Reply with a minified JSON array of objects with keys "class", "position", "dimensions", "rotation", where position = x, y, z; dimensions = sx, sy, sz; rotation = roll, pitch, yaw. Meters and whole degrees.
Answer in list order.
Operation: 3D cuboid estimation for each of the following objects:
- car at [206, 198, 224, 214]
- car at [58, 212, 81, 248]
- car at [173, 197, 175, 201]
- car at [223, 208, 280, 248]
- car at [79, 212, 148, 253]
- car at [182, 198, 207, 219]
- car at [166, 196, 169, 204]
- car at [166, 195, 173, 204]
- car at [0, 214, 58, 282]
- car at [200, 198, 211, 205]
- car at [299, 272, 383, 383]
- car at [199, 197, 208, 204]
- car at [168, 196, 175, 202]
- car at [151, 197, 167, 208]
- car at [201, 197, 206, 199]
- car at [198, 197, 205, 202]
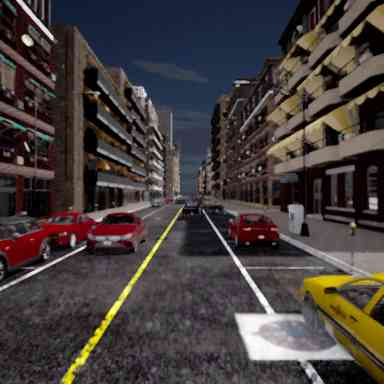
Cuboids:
[{"class":"car","position":[2.678,1.731,37.635],"dimensions":[2.008,1.369,4.403],"rotation":[0,0,0]},{"class":"car","position":[-5.695,1.617,15.092],"dimensions":[1.887,1.381,4.507],"rotation":[0,0,0]},{"class":"car","position":[-5.719,1.704,82.727],"dimensions":[2.192,1.841,5.009],"rotation":[0,0,0]},{"class":"car","position":[2.685,1.618,15.091],"dimensions":[1.887,1.381,4.507],"rotation":[0,0,0]},{"class":"car","position":[-3.015,1.594,14.203],"dimensions":[1.812,1.442,4.674],"rotation":[0,0,0]},{"class":"car","position":[0.047,1.640,30.857],"dimensions":[2.128,1.511,4.902],"rotation":[0,0,1]},{"class":"car","position":[-5.712,1.835,60.181],"dimensions":[2.008,1.369,4.403],"rotation":[0,0,0]},{"class":"car","position":[-5.716,1.882,71.453],"dimensions":[1.887,1.381,4.507],"rotation":[0,0,0]},{"class":"car","position":[-5.693,1.486,9.455],"dimensions":[1.967,1.590,4.097],"rotation":[0,0,0]},{"class":"car","position":[2.667,1.878,65.816],"dimensions":[1.947,1.339,4.313],"rotation":[0,0,0]},{"class":"car","position":[2.690,1.546,3.989],"dimensions":[1.752,1.417,4.829],"rotation":[0,0,0]},{"class":"car","position":[2.663,1.946,77.088],"dimensions":[1.802,1.307,4.206],"rotation":[0,0,0]},{"class":"car","position":[-5.724,1.966,93.828],"dimensions":[1.752,1.417,4.829],"rotation":[0,0,0]},{"class":"car","position":[-5.709,1.809,54.544],"dimensions":[2.008,1.369,4.403],"rotation":[0,0,0]},{"class":"car","position":[2.670,1.812,60.350],"dimensions":[1.752,1.417,4.829],"rotation":[0,0,0]},{"class":"car","position":[2.657,2.024,93.997],"dimensions":[1.802,1.307,4.206],"rotation":[0,0,0]}]
